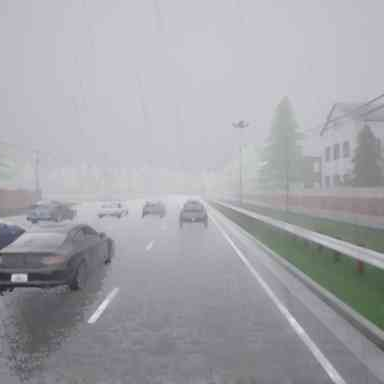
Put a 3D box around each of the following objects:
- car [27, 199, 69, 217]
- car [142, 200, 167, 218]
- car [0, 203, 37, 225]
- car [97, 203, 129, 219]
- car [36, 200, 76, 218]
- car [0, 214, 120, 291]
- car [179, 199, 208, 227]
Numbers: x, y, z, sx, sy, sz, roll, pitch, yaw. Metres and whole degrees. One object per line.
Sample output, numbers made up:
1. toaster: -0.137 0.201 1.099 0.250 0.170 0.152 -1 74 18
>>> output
1. car: -13.898 1.507 32.389 1.882 1.535 5.008 0 0 0
2. car: -3.399 1.520 30.610 2.128 1.511 4.902 0 0 0
3. car: -6.902 1.361 10.045 2.097 1.767 4.553 0 0 0
4. car: -6.900 1.628 29.513 1.895 1.301 4.718 0 0 0
5. car: -10.399 1.570 25.010 2.033 1.411 5.357 0 0 0
6. car: -3.413 1.534 8.874 1.812 1.442 4.674 0 0 0
7. car: 0.101 1.513 23.111 2.128 1.511 4.902 0 0 0
